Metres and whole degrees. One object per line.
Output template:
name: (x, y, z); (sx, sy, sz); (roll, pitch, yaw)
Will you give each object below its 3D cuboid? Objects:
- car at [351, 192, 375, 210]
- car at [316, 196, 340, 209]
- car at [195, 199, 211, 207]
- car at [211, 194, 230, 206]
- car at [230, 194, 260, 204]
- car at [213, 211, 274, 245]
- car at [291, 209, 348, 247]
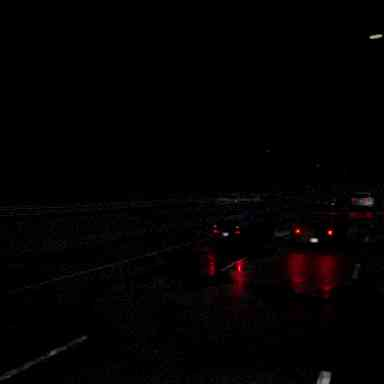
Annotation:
car: (20.581, 1.054, 40.018); (2.150, 2.045, 5.566); (-1, 0, 31)
car: (16.186, 1.280, 39.436); (2.097, 1.767, 4.553); (-1, 1, 31)
car: (2.326, 1.733, 50.692); (1.895, 1.301, 4.718); (-1, 0, 31)
car: (5.427, 1.301, 49.076); (2.150, 2.045, 5.566); (-1, 0, 31)
car: (7.754, 1.272, 46.152); (2.150, 2.045, 5.566); (-1, 1, 31)
car: (2.600, 1.632, 16.279); (1.812, 1.442, 4.674); (-1, -1, 30)
car: (6.065, 1.660, 15.390); (1.895, 1.301, 4.718); (-1, -1, 30)
